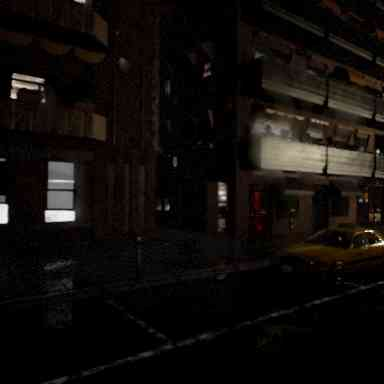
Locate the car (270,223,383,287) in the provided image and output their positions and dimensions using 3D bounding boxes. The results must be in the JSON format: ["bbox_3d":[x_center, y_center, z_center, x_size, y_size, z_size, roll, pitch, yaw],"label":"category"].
[{"bbox_3d":[4.306,1.612,9.614,4.829,1.417,1.752,1,0,-35],"label":"car"}]
